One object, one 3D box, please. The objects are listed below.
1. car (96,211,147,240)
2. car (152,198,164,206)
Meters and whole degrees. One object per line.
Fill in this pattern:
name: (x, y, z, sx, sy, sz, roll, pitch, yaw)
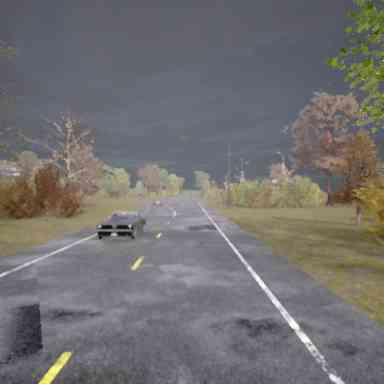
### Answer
car: (-3.634, 1.705, 17.770, 1.895, 1.301, 4.718, 0, 0, 0)
car: (-6.200, 1.790, 60.005, 2.128, 1.511, 4.902, 0, 0, -6)
